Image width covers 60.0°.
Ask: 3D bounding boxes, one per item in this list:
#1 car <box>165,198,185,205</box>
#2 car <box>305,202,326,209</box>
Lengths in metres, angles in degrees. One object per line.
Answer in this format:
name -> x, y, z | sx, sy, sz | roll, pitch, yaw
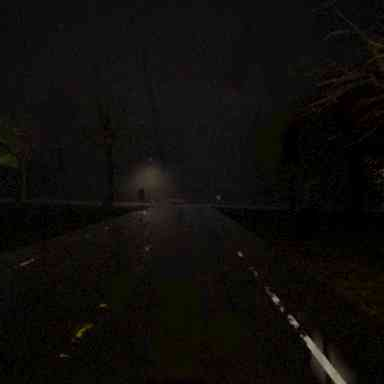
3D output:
car -> -3.742, 2.103, 75.058 | 4.553, 1.767, 2.097 | 2, 0, 0
car -> 30.348, 3.258, 81.882 | 4.902, 1.511, 2.128 | 2, 0, 0
